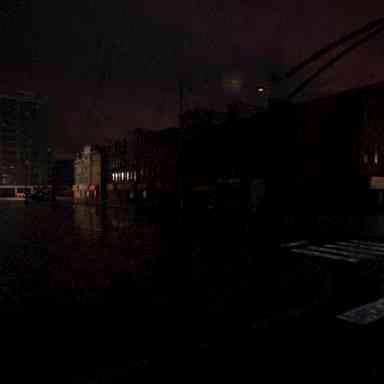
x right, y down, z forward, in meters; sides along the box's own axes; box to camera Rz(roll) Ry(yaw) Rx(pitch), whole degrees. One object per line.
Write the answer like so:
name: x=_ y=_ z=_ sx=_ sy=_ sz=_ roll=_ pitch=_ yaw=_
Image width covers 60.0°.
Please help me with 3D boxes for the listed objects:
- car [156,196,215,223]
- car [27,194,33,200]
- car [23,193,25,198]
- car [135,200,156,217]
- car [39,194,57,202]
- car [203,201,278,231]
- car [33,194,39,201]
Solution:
car: x=-0.191 y=1.183 z=24.162 sx=2.192 sy=1.841 sz=5.009 roll=1 pitch=0 yaw=-36
car: x=-31.835 y=1.070 z=68.338 sx=1.887 sy=1.381 sz=4.507 roll=0 pitch=0 yaw=-36
car: x=-34.999 y=1.046 z=72.755 sx=2.008 sy=1.369 sz=4.403 roll=0 pitch=0 yaw=-36
car: x=-3.358 y=1.375 z=28.580 sx=1.887 sy=1.381 sz=4.507 roll=1 pitch=0 yaw=-36
car: x=-25.605 y=1.114 z=59.640 sx=1.752 sy=1.417 sz=4.829 roll=0 pitch=0 yaw=-36
car: x=2.970 y=1.450 z=19.745 sx=1.887 sy=1.381 sz=4.507 roll=1 pitch=0 yaw=-36
car: x=-28.670 y=0.998 z=63.920 sx=1.967 sy=1.590 sz=4.097 roll=0 pitch=0 yaw=-36
